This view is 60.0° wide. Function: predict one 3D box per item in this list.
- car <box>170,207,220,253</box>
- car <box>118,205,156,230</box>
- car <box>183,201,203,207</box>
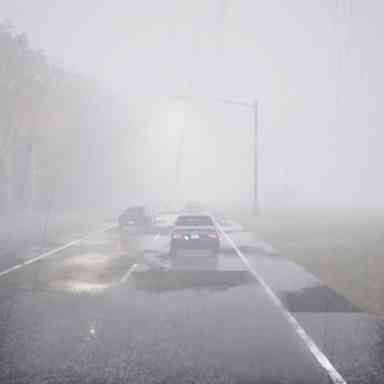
[{"bbox_3d":[0.100,1.550,13.733,2.033,1.411,5.357,0,0,0],"label":"car"},{"bbox_3d":[-3.400,1.528,20.936,1.812,1.442,4.674,0,0,0],"label":"car"},{"bbox_3d":[0.099,1.548,30.987,2.033,1.411,5.357,0,0,0],"label":"car"}]
